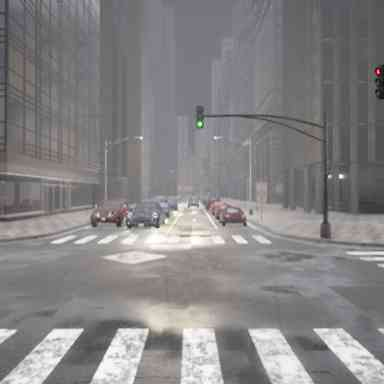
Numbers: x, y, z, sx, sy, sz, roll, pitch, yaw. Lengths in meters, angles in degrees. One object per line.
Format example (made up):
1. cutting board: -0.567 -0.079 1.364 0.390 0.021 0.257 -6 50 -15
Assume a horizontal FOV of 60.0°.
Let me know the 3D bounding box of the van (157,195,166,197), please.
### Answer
1. van: -5.533 1.600 51.869 1.690 1.788 3.998 0 0 0

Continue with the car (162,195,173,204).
1. car: -5.433 1.694 74.344 2.192 1.841 5.009 0 0 0

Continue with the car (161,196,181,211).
1. car: -2.896 1.698 44.288 1.882 1.535 5.008 0 -1 0

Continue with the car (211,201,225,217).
1. car: 2.893 1.726 29.375 1.802 1.307 4.206 0 0 0

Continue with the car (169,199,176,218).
1. car: -2.955 1.706 32.252 2.033 1.411 5.357 0 0 0

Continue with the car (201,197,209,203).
1. car: 3.117 1.976 79.939 1.947 1.339 4.313 0 0 0

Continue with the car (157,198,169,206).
1. car: -5.483 1.869 63.105 2.008 1.369 4.403 0 0 0

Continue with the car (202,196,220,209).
1. car: 2.968 1.545 46.231 2.192 1.841 5.009 0 0 0

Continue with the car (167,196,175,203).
1. car: -5.384 1.881 85.580 1.967 1.590 4.097 0 0 0

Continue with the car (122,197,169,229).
1. car: -3.053 1.462 22.714 2.097 1.767 4.553 0 0 2

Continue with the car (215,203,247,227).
1. car: 2.868 1.698 23.756 1.802 1.307 4.206 0 0 0

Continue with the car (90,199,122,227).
1. car: -5.657 1.430 23.776 2.192 1.841 5.009 0 0 0

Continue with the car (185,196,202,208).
1. car: 0.239 1.818 54.003 2.033 1.411 5.357 0 0 0

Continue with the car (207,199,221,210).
1. car: 2.918 1.717 34.993 1.887 1.381 4.507 0 0 0

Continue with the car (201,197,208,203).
1. car: 3.142 2.023 85.557 1.802 1.307 4.206 0 0 0
